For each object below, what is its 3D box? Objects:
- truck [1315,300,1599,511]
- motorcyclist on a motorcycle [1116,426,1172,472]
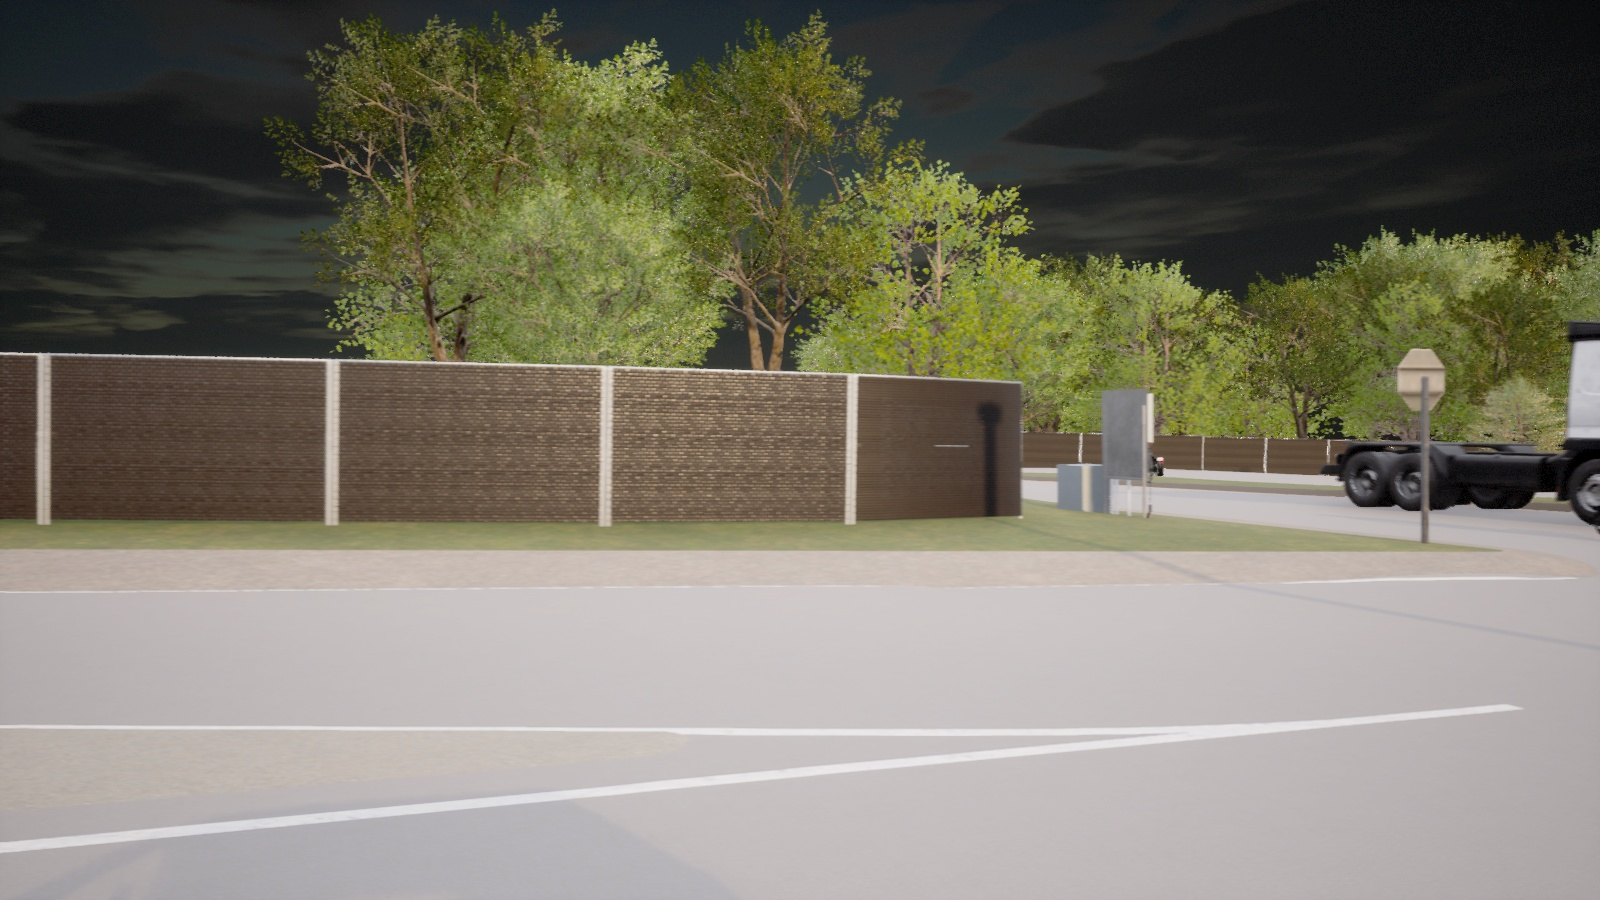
[{"bbox_3d":[13.649,-0.794,23.330,2.891,3.462,7.936,-1,1,-21],"label":"truck"},{"bbox_3d":[13.023,-0.042,47.644,0.766,1.649,2.350,-2,1,-20],"label":"motorcyclist on a motorcycle"}]
